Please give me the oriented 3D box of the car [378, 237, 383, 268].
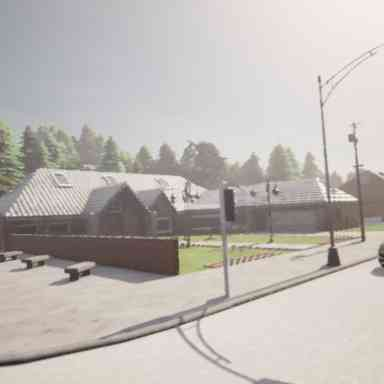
[{"bbox_3d":[8.735,1.983,12.690,4.902,1.511,2.128,1,-6,-42],"label":"car"}]
